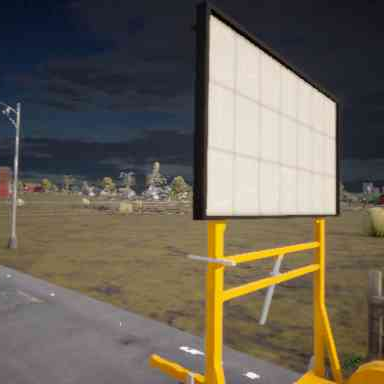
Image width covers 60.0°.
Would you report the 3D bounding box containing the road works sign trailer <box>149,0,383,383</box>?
[{"bbox_3d":[0.632,0.625,2.972,2.880,3.560,2.380,-1,-3,42],"label":"road works sign trailer"}]
